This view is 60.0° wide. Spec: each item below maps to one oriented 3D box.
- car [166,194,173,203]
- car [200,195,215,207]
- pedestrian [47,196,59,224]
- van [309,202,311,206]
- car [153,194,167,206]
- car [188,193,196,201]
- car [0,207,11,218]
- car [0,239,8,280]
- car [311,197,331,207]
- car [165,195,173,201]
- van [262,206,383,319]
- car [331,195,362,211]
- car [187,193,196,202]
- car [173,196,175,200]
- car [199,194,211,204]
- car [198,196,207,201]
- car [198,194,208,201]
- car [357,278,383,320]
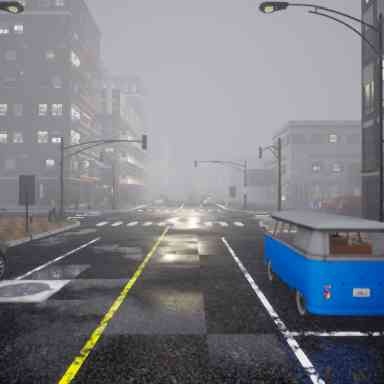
[{"bbox_3d":[-5.727,1.372,68.465,2.192,1.841,5.009,0,0,0],"label":"car"},{"bbox_3d":[2.662,1.560,52.023,1.752,1.417,4.829,0,0,0],"label":"car"},{"bbox_3d":[-9.136,1.147,21.752,0.375,1.860,0.375,0,0,0],"label":"pedestrian"},{"bbox_3d":[14.878,1.424,36.345,3.998,1.788,1.690,0,0,0],"label":"van"},{"bbox_3d":[-5.722,1.566,57.216,1.752,1.417,4.829,0,0,0],"label":"car"},{"bbox_3d":[-0.051,1.210,88.691,2.150,2.045,5.566,0,0,0],"label":"car"},{"bbox_3d":[-17.482,1.533,27.866,4.206,1.307,1.802,0,0,0],"label":"car"},{"bbox_3d":[-5.692,1.567,7.087,1.947,1.339,4.313,0,0,0],"label":"car"},{"bbox_3d":[15.472,1.295,33.755,5.566,2.045,2.150,0,0,0],"label":"car"},{"bbox_3d":[-5.738,1.613,84.912,1.752,1.417,4.829,0,0,0],"label":"car"},{"bbox_3d":[2.656,1.342,7.066,1.690,1.788,3.998,0,0,0],"label":"van"},{"bbox_3d":[14.906,1.357,27.965,5.009,1.841,2.192,0,0,0],"label":"car"},{"bbox_3d":[-0.046,1.430,78.628,2.097,1.767,4.553,0,0,0],"label":"car"},{"bbox_3d":[-5.735,1.628,79.543,2.008,1.369,4.403,0,0,0],"label":"car"},{"bbox_3d":[2.653,1.372,68.471,2.192,1.841,5.009,0,0,0],"label":"car"},{"bbox_3d":[2.643,1.639,85.088,2.008,1.369,4.403,0,0,0],"label":"car"},{"bbox_3d":[2.656,1.631,62.931,1.802,1.307,4.206,0,0,0],"label":"car"},{"bbox_3d":[2.659,1.582,1.377,1.802,1.307,4.206,0,0,0],"label":"car"}]
